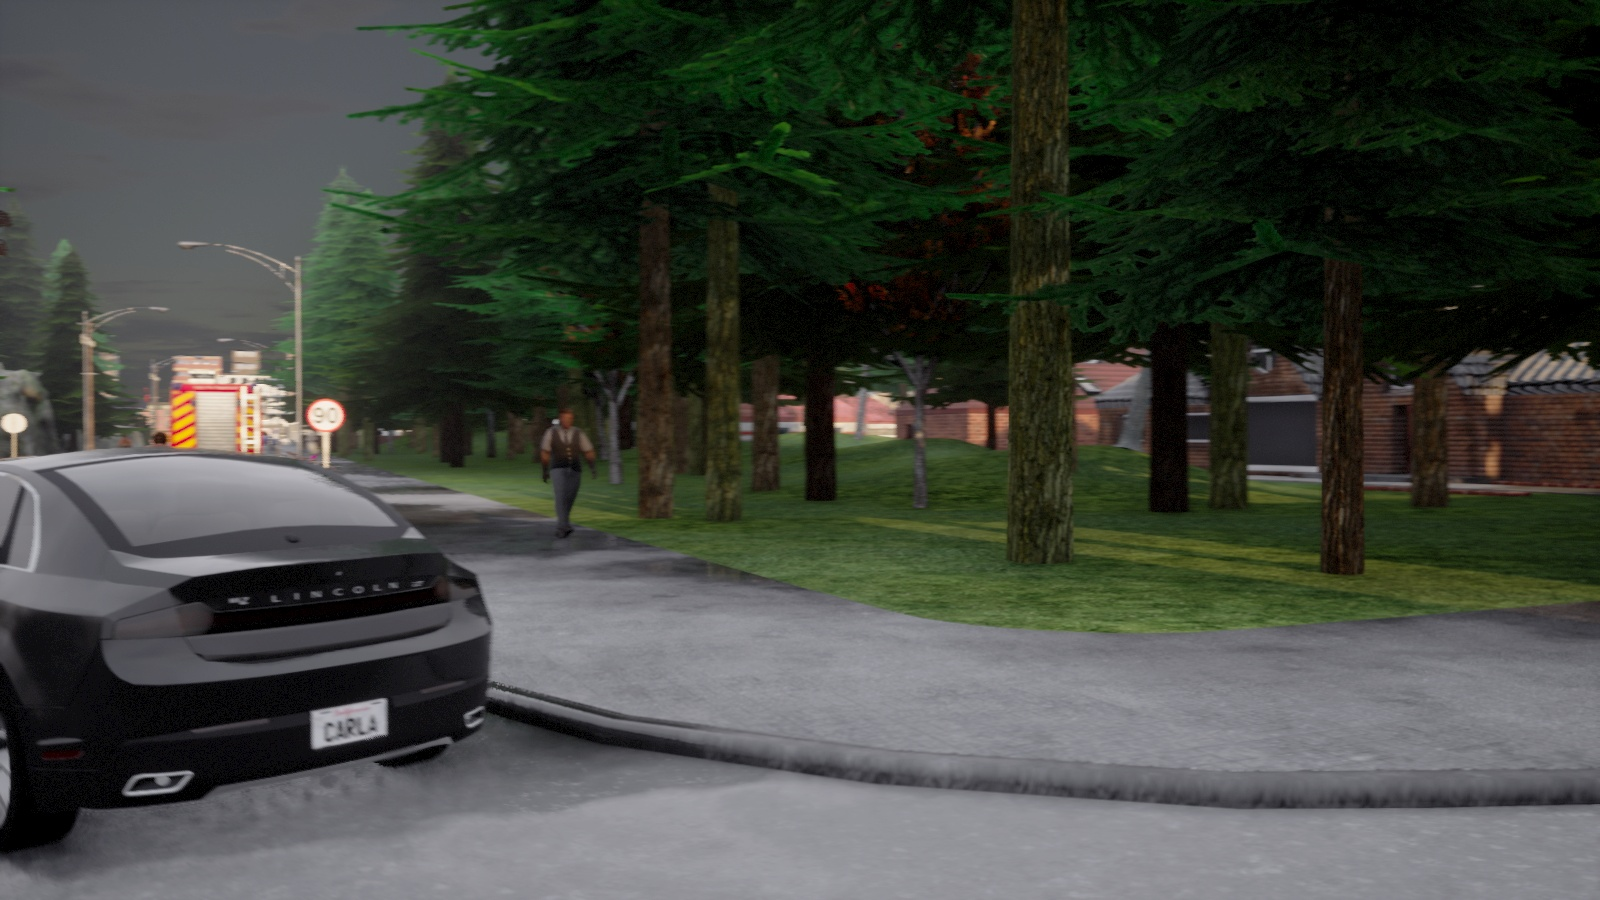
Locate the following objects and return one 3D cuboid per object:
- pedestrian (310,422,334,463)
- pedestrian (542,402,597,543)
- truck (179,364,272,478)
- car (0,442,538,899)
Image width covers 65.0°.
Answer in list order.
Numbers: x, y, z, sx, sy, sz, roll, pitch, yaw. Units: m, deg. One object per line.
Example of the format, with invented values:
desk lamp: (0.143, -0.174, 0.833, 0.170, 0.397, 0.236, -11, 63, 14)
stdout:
pedestrian: (-23.518, -0.373, 61.785, 0.659, 1.952, 0.873, 1, 1, 39)
pedestrian: (-3.195, 0.297, 17.360, 0.563, 1.883, 0.849, 0, 1, -23)
truck: (-21.288, -1.044, 46.845, 2.891, 3.827, 8.468, 0, 1, -23)
car: (-3.543, 0.732, 6.440, 4.892, 1.490, 1.837, 1, 2, 44)
